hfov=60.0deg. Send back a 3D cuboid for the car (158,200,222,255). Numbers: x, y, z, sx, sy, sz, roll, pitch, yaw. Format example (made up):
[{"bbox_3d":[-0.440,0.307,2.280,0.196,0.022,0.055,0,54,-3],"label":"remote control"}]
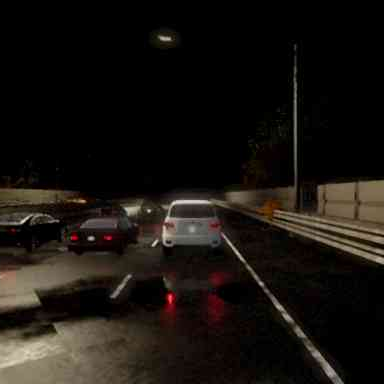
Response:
[{"bbox_3d":[0.013,1.352,14.016,2.150,2.045,5.566,0,0,0],"label":"car"}]

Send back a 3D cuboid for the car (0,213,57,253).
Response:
[{"bbox_3d":[-6.985,1.630,14.311,2.128,1.511,4.902,0,0,0],"label":"car"}]

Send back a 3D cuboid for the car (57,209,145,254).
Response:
[{"bbox_3d":[-3.487,1.682,14.006,2.033,1.411,5.357,0,-1,0],"label":"car"}]

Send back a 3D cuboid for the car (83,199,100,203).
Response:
[{"bbox_3d":[-20.937,2.221,71.003,1.837,1.490,4.892,0,-1,0],"label":"car"}]

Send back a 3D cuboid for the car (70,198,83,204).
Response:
[{"bbox_3d":[-24.437,2.076,71.038,2.097,1.767,4.553,0,-1,0],"label":"car"}]

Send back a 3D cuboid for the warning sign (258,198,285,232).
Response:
[{"bbox_3d":[4.560,1.301,19.231,1.300,1.860,1.060,0,-1,0],"label":"warning sign"}]

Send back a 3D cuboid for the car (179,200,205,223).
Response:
[{"bbox_3d":[0.027,1.633,29.087,2.097,1.767,4.553,0,-1,0],"label":"car"}]

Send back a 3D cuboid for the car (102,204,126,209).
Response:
[{"bbox_3d":[-6.970,1.811,29.386,1.812,1.442,4.674,0,0,0],"label":"car"}]

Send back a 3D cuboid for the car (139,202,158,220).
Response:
[{"bbox_3d":[-3.473,1.633,29.092,2.097,1.767,4.553,0,-1,0],"label":"car"}]
